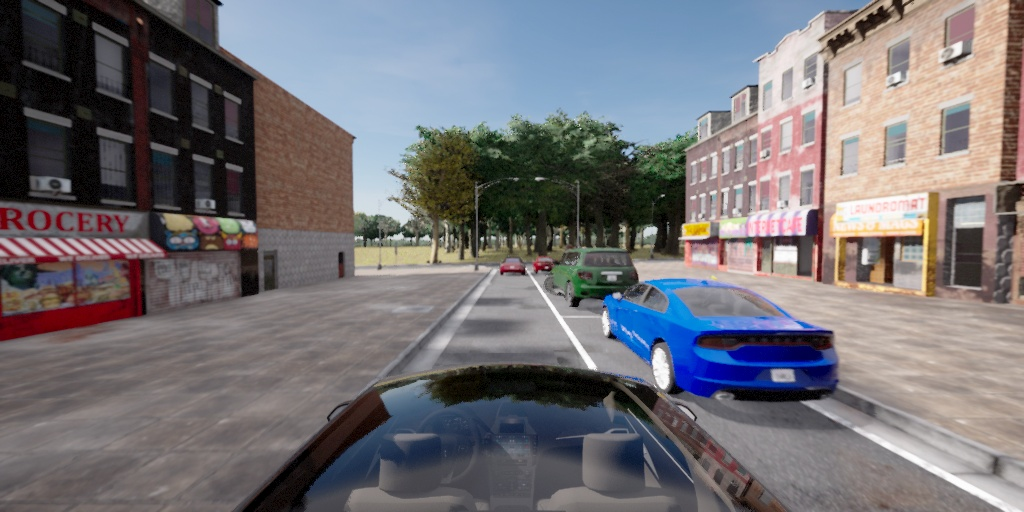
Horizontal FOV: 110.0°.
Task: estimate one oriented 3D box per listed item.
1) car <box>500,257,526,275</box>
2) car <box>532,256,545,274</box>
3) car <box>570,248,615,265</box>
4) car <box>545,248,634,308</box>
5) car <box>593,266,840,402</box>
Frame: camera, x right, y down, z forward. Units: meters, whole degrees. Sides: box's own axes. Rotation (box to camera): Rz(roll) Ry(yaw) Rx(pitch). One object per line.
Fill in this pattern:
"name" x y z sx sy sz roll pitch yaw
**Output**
"car" 0.076 0.739 28.359 1.994 1.385 4.181 0 1 1
"car" 2.668 0.692 29.655 1.888 1.381 4.507 0 0 0
"car" 8.999 0.053 40.222 4.553 1.767 2.097 -1 2 0
"car" 2.886 0.709 13.726 2.150 2.045 5.566 0 1 -4
"car" 3.020 1.122 6.465 1.882 1.535 5.008 0 1 0
